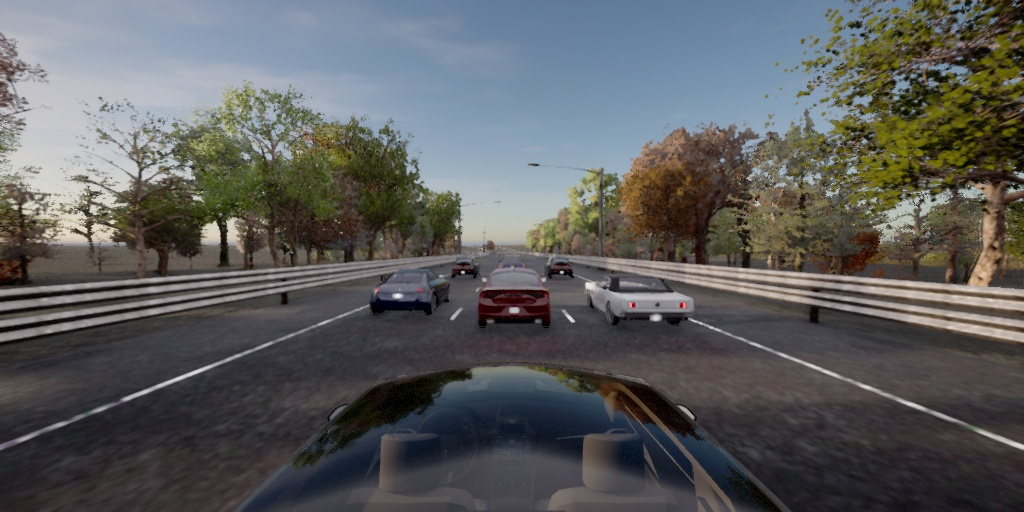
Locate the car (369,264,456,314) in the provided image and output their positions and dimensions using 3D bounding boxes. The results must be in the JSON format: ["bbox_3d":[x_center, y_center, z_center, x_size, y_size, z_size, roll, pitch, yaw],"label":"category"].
[{"bbox_3d":[-3.437,1.144,12.812,1.994,1.385,4.181,0,1,0],"label":"car"}]

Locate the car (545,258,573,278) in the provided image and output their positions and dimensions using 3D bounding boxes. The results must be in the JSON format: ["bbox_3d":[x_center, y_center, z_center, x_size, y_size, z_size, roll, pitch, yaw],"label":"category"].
[{"bbox_3d":[3.530,0.860,27.747,1.837,1.490,4.892,0,1,0],"label":"car"}]

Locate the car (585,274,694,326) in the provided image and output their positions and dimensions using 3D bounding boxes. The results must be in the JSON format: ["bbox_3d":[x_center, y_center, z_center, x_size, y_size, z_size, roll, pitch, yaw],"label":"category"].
[{"bbox_3d":[3.563,1.207,11.077,1.895,1.301,4.718,0,1,0],"label":"car"}]

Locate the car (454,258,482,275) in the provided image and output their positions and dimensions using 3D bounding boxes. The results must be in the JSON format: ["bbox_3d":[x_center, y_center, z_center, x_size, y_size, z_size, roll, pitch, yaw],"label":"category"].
[{"bbox_3d":[-3.470,0.861,27.743,1.837,1.490,4.892,0,1,0],"label":"car"}]

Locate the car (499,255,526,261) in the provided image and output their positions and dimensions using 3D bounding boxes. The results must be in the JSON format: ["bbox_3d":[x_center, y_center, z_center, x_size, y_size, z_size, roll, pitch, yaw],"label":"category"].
[{"bbox_3d":[0.028,0.713,27.393,2.097,1.767,4.553,0,1,0],"label":"car"}]

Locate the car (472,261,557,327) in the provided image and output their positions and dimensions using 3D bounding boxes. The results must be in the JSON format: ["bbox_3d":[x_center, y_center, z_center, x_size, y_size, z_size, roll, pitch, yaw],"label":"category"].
[{"bbox_3d":[0.060,1.086,10.946,1.882,1.535,5.008,0,1,0],"label":"car"}]
